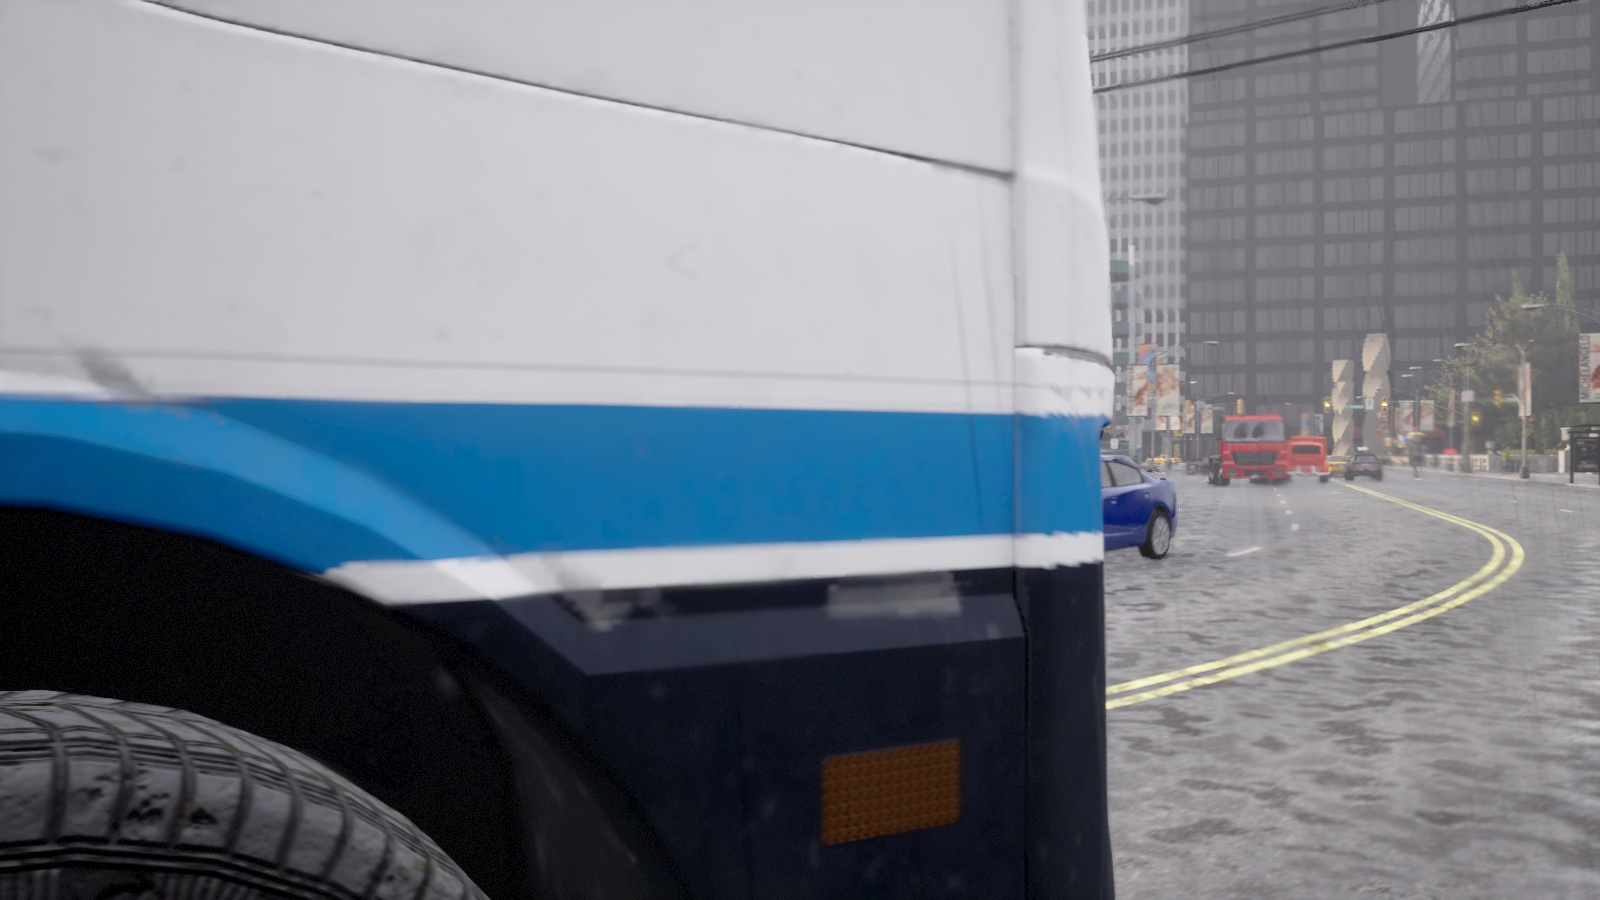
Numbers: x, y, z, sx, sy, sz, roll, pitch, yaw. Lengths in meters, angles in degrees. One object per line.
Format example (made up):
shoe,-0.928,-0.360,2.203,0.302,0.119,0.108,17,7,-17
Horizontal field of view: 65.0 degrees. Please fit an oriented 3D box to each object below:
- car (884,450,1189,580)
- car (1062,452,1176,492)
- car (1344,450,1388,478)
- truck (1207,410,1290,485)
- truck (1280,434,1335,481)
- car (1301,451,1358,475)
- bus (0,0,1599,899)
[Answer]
car,3.421,0.768,17.319,1.882,1.535,5.008,0,0,40
car,12.356,0.830,48.796,1.970,1.475,3.806,0,0,-44
car,33.728,0.820,74.975,2.033,1.649,4.856,0,0,20
truck,21.969,-0.102,61.897,2.891,3.462,7.936,0,0,12
truck,27.811,0.397,68.961,2.627,2.467,5.204,0,0,20
car,36.343,0.858,86.340,1.801,1.575,5.366,0,0,2
bus,-4.054,-0.618,0.780,10.273,4.253,3.944,0,0,-30
